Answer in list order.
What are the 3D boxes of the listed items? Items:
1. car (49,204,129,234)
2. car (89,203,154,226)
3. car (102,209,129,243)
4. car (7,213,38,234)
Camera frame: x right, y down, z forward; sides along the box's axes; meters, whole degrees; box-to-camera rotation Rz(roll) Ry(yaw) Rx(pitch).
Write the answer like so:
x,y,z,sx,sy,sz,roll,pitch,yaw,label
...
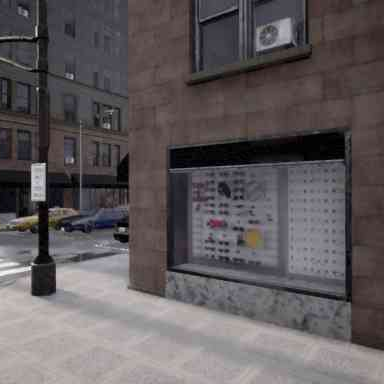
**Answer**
x,y,z,sx,sy,sz,roll,pitch,yaw,label
-5.224,1.566,19.596,2.033,1.411,5.357,0,0,36,car
-5.021,1.583,24.260,2.008,1.369,4.403,0,0,35,car
-1.633,1.560,15.187,1.947,1.339,4.313,0,0,35,car
-8.261,1.554,19.713,1.752,1.417,4.829,0,0,35,car
